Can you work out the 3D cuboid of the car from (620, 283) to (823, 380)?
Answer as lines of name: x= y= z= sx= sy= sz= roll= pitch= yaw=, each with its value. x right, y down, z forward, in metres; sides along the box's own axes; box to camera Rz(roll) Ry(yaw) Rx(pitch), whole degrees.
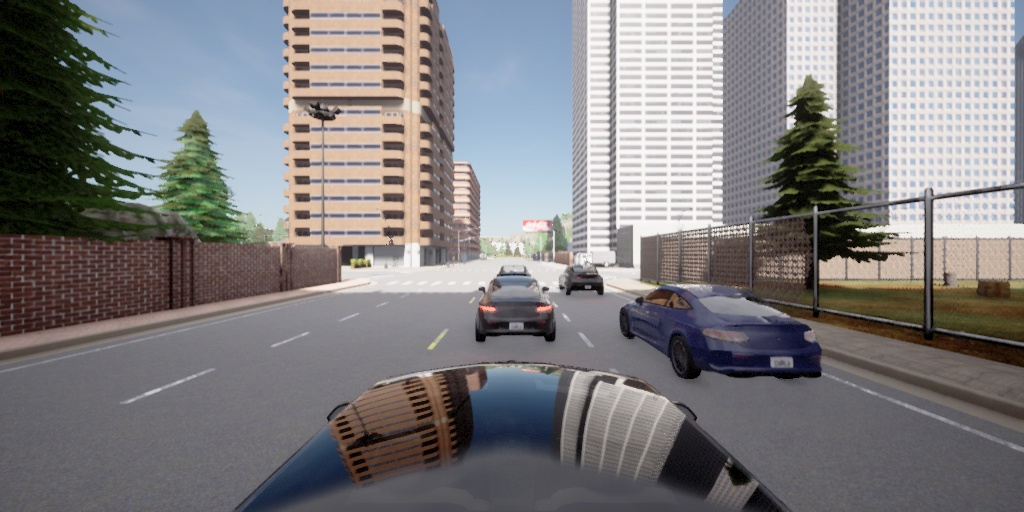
car: x=3.604 y=1.266 z=7.100 sx=1.812 sy=1.442 sz=4.674 roll=0 pitch=0 yaw=0

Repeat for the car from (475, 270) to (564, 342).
car: x=0.059 y=1.260 z=9.601 sx=1.812 sy=1.442 sz=4.674 roll=0 pitch=0 yaw=-1

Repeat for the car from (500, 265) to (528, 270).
car: x=0.088 y=1.208 z=18.833 sx=2.128 sy=1.511 sz=4.902 roll=0 pitch=0 yaw=0

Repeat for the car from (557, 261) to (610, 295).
car: x=3.624 y=1.220 z=19.277 sx=1.837 sy=1.490 sz=4.892 roll=0 pitch=0 yaw=1
